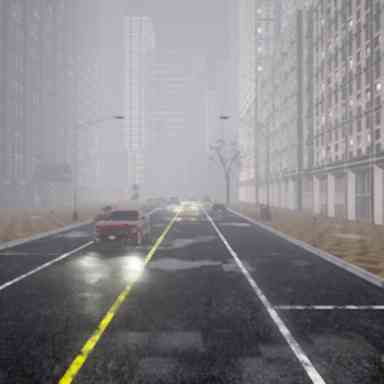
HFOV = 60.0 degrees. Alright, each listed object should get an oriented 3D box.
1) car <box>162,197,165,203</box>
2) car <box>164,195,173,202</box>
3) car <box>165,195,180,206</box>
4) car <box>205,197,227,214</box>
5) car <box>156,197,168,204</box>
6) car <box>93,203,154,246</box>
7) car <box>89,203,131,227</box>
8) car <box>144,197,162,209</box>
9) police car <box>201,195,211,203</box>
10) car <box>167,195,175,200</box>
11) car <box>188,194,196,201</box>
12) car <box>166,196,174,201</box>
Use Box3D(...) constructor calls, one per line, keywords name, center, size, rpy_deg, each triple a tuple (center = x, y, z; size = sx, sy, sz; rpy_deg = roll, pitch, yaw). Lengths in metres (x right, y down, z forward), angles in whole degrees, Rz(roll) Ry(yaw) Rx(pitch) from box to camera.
Box3D(name="car", center=(-5.677, 1.559, 51.873), size=(1.887, 1.381, 4.507), rpy_deg=(1, 0, 0))
Box3D(name="car", center=(-5.673, 1.454, 80.086), size=(1.967, 1.590, 4.097), rpy_deg=(1, 0, 0))
Box3D(name="car", center=(-3.056, 1.540, 55.556), size=(1.812, 1.442, 4.674), rpy_deg=(0, 0, 0))
Box3D(name="car", center=(2.701, 1.562, 34.954), size=(2.008, 1.369, 4.403), rpy_deg=(1, 0, 0))
Box3D(name="car", center=(-5.676, 1.580, 63.158), size=(1.947, 1.339, 4.313), rpy_deg=(1, 0, 0))
Box3D(name="car", center=(-3.101, 1.484, 15.397), size=(1.882, 1.535, 5.008), rpy_deg=(0, 0, 0))
Box3D(name="car", center=(-5.681, 1.554, 23.658), size=(1.887, 1.381, 4.507), rpy_deg=(1, 0, 0))
Box3D(name="car", center=(-5.678, 1.539, 46.060), size=(1.752, 1.417, 4.829), rpy_deg=(1, 0, 0))
Box3D(name="police car", center=(3.007, 1.440, 70.527), size=(1.930, 1.638, 5.238), rpy_deg=(0, 0, 0))
Box3D(name="car", center=(-5.673, 1.579, 91.372), size=(1.947, 1.339, 4.313), rpy_deg=(1, 0, 0))
Box3D(name="car", center=(0.009, 1.496, 83.448), size=(1.994, 1.385, 4.181), rpy_deg=(0, 0, 0))
Box3D(name="car", center=(-5.673, 1.595, 85.729), size=(1.802, 1.307, 4.206), rpy_deg=(1, 0, 0))
